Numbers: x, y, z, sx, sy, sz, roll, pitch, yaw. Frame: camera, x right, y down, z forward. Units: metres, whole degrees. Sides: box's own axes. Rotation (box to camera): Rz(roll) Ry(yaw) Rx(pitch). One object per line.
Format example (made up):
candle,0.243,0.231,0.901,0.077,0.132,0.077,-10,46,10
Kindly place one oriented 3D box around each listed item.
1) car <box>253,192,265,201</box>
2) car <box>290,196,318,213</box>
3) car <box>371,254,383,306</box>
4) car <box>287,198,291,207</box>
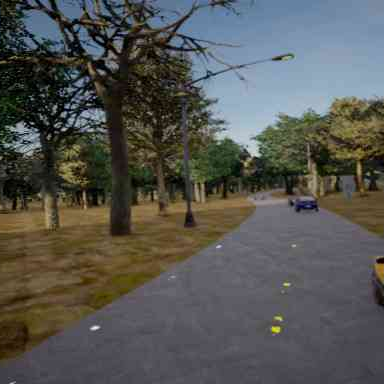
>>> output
car,14.457,0.861,71.907,2.097,1.767,4.553,-3,0,6
car,11.019,1.103,32.378,1.882,1.535,5.008,-3,0,13
car,3.685,1.304,4.449,1.801,1.575,5.366,-3,0,20
car,13.353,1.136,42.586,1.895,1.301,4.718,-3,0,11
